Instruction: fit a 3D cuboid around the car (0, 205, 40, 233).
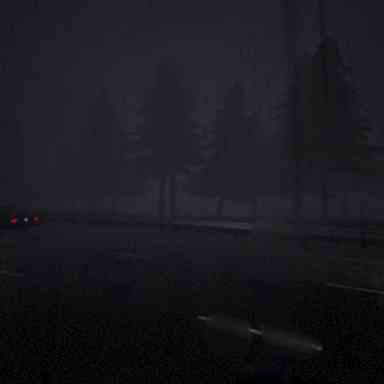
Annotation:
[{"bbox_3d":[-10.518,1.400,17.462,5.357,1.411,2.033,0,0,23],"label":"car"}]
